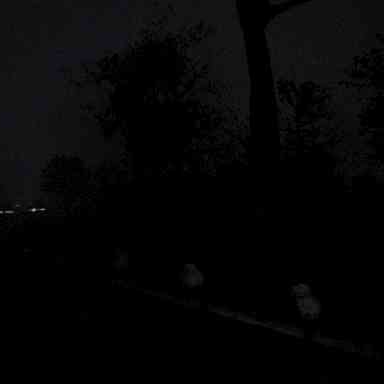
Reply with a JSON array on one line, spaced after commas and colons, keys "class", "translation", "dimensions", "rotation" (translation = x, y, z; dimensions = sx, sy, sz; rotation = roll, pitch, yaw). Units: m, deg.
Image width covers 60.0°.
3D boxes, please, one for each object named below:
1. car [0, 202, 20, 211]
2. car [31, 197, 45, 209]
[{"class": "car", "translation": [-28.851, 2.266, 52.696], "dimensions": [2.033, 1.411, 5.357], "rotation": [0, -1, -13]}, {"class": "car", "translation": [-28.713, 1.995, 62.200], "dimensions": [2.150, 2.045, 5.566], "rotation": [0, 0, -23]}]
